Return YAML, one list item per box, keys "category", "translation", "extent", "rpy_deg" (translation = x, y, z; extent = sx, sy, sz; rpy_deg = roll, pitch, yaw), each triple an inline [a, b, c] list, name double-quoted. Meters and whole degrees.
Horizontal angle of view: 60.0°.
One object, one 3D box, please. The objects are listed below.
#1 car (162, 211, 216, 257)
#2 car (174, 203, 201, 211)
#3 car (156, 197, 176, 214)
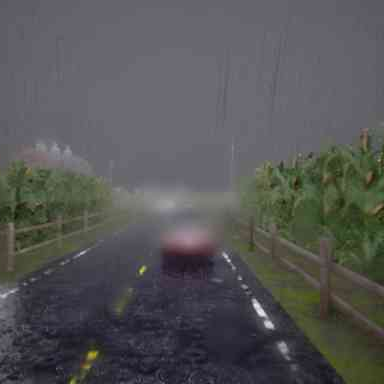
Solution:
- category: "car"
  translation: [-0.128, 1.700, 13.539]
  extent: [1.994, 1.385, 4.181]
  rpy_deg: [0, 0, -1]
- category: "car"
  translation: [-0.329, 1.792, 28.550]
  extent: [1.837, 1.490, 4.892]
  rpy_deg: [0, 0, 0]
- category: "car"
  translation: [-3.294, 1.652, 42.670]
  extent: [2.150, 2.045, 5.566]
  rpy_deg: [0, -1, 0]
